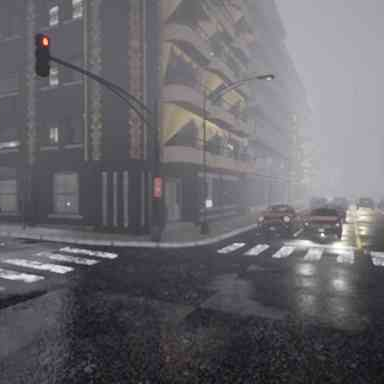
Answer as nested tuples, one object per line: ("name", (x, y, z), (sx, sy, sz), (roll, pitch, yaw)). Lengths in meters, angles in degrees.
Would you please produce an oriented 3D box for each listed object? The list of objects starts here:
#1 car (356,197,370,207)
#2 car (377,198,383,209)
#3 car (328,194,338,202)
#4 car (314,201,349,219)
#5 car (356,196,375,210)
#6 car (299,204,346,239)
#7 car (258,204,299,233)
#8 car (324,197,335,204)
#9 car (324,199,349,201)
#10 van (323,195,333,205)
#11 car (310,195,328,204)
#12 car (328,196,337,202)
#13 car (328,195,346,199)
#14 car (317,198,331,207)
("car", (27.709, 1.639, 54.104), (1.882, 1.535, 5.008), (0, 0, 25))
("car", (27.349, 1.574, 47.077), (1.967, 1.590, 4.097), (-1, 0, 25))
("car", (36.684, 1.585, 86.340), (2.192, 1.841, 5.009), (-1, 0, 25))
("car", (11.090, 1.647, 26.259), (1.994, 1.385, 4.181), (0, 0, 26))
("car", (23.534, 1.486, 45.263), (2.097, 1.767, 4.553), (0, 0, 25))
("car", (7.223, 1.584, 18.129), (1.812, 1.442, 4.674), (0, 0, 25))
("car", (5.287, 1.510, 20.100), (1.967, 1.590, 4.097), (-1, 0, 25))
("car", (29.440, 1.776, 71.052), (2.008, 1.369, 4.403), (-1, 0, 25))
("car", (15.371, 1.711, 35.254), (1.895, 1.301, 4.718), (0, 0, 26))
("van", (27.024, 1.551, 65.958), (1.690, 1.788, 3.998), (-1, 0, 25))
("car", (17.362, 1.464, 45.577), (2.192, 1.841, 5.009), (-1, 0, 25))
("car", (34.197, 1.780, 81.089), (1.752, 1.417, 4.829), (-1, 0, 25))
("car", (19.777, 1.491, 44.438), (2.097, 1.767, 4.553), (0, 0, 26))
("car", (22.121, 1.704, 55.613), (1.752, 1.417, 4.829), (-1, 0, 25))
